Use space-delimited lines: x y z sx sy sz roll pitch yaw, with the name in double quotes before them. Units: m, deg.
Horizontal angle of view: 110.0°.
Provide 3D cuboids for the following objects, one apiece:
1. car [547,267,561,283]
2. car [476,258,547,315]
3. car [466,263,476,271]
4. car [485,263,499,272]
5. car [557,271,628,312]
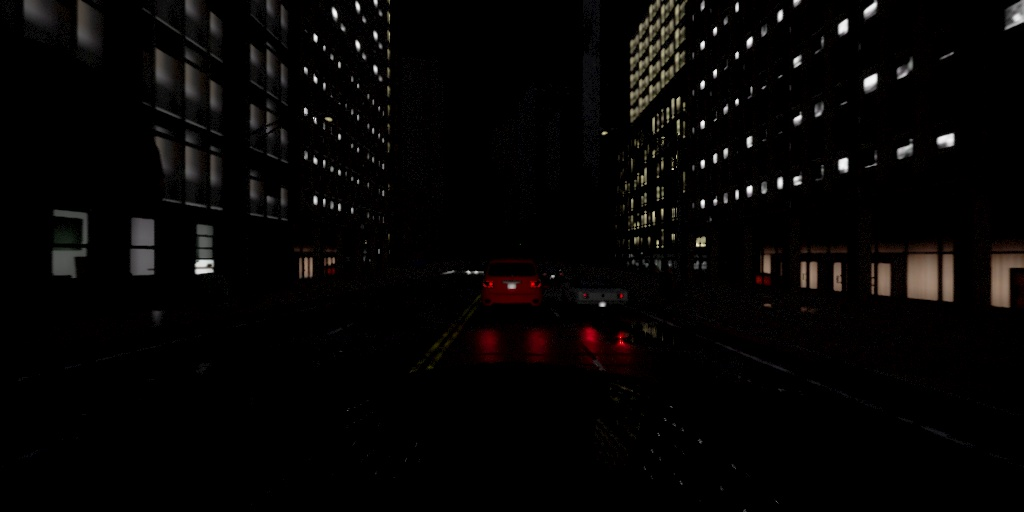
"car" 3.258 1.595 30.417 1.994 1.385 4.181 0 0 0
"car" 0.003 1.101 14.417 2.150 2.045 5.566 0 0 0
"car" -6.583 1.861 61.165 1.994 1.385 4.181 0 0 0
"car" -3.342 1.854 60.235 1.994 1.385 4.181 0 0 0
"car" 3.259 1.484 15.093 1.895 1.301 4.718 0 -1 0
